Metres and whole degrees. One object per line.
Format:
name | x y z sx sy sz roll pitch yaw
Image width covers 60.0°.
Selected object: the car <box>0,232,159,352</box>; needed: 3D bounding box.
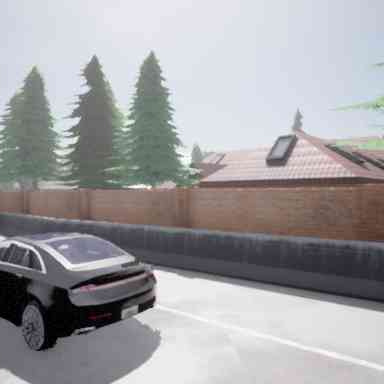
car | -2.805 1.523 6.280 4.902 1.511 2.128 0 0 38
